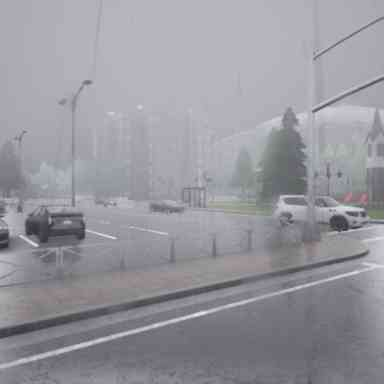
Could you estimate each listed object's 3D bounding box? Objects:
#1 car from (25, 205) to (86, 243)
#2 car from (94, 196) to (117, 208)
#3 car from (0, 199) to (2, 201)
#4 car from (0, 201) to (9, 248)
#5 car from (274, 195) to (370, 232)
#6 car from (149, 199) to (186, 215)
[{"bbox_3d":[-6.350,1.339,15.322,2.007,1.523,4.514,0,0,-36],"label":"car"},{"bbox_3d":[-12.331,1.327,47.350,2.128,1.511,4.902,0,0,-36],"label":"car"},{"bbox_3d":[-21.607,1.373,36.417,1.845,1.501,3.633,0,0,-36],"label":"car"},{"bbox_3d":[-8.862,1.330,13.442,2.152,1.636,5.027,0,0,-36],"label":"car"},{"bbox_3d":[7.751,1.217,20.474,2.150,2.045,5.566,0,0,-42],"label":"car"},{"bbox_3d":[-2.573,1.473,33.967,1.882,1.535,5.008,0,0,-36],"label":"car"}]
